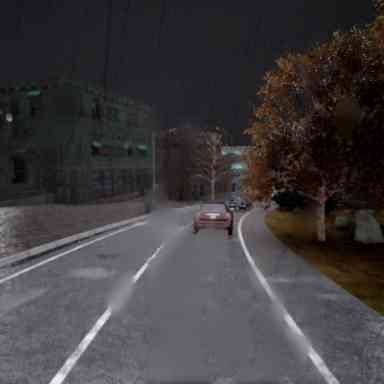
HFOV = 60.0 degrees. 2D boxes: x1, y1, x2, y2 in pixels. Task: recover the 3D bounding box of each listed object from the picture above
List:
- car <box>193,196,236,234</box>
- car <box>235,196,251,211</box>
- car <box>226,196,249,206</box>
[{"bbox_3d":[1.355,1.299,19.274,2.097,1.767,4.553,1,0,7],"label":"car"},{"bbox_3d":[5.784,1.511,39.317,1.895,1.301,4.718,2,0,17],"label":"car"},{"bbox_3d":[7.314,1.390,53.051,2.033,1.411,5.357,2,1,24],"label":"car"}]
